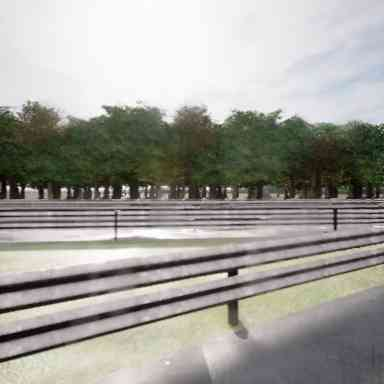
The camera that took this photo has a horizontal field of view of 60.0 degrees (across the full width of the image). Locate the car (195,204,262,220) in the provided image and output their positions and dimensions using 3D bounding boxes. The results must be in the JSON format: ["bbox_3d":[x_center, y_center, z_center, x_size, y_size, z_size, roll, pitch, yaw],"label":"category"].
[{"bbox_3d":[2.315,1.501,21.310,4.181,1.385,1.994,0,0,-9],"label":"car"}]
